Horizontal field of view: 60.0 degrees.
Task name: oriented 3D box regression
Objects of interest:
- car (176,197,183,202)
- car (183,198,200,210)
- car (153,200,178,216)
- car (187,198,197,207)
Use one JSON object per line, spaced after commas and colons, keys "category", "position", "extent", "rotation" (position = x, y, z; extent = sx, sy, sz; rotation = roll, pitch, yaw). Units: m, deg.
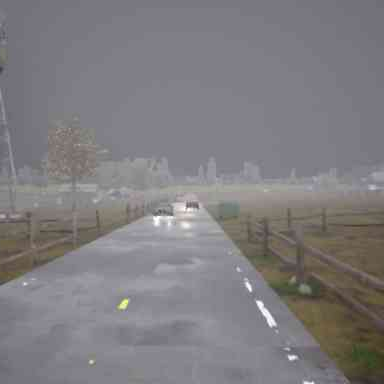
{"category": "car", "position": [-2.714, 1.803, 74.974], "extent": [2.033, 1.411, 5.357], "rotation": [0, 0, 0]}
{"category": "car", "position": [0.083, 1.695, 47.407], "extent": [1.882, 1.535, 5.008], "rotation": [0, 0, 1]}
{"category": "car", "position": [-2.827, 1.717, 33.866], "extent": [1.994, 1.385, 4.181], "rotation": [0, 0, 0]}
{"category": "car", "position": [0.028, 1.794, 59.111], "extent": [1.812, 1.442, 4.674], "rotation": [0, 0, 0]}
